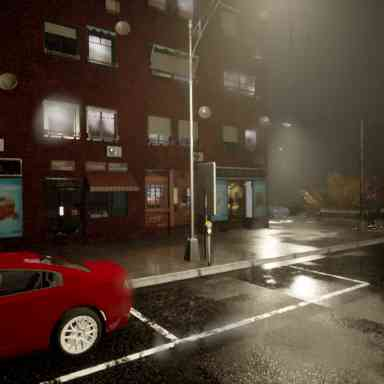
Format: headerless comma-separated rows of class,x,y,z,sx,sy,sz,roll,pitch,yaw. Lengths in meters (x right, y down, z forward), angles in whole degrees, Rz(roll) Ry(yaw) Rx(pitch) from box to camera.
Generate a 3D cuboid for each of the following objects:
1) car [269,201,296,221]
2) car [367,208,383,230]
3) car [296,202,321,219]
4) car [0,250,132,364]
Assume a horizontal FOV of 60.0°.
car,6.449,1.534,29.627,2.097,1.767,4.553,-1,0,-35
car,13.171,1.551,19.993,2.128,1.511,4.902,-1,-1,-35
car,9.529,1.614,30.891,1.882,1.535,5.008,-1,0,-35
car,-3.046,1.545,4.401,4.507,1.381,1.887,0,-1,-35
